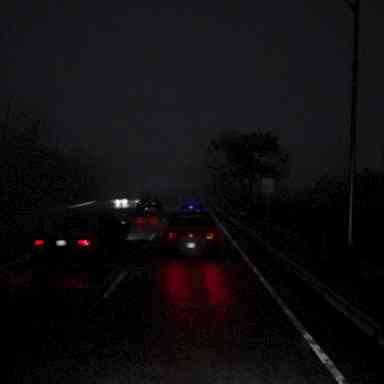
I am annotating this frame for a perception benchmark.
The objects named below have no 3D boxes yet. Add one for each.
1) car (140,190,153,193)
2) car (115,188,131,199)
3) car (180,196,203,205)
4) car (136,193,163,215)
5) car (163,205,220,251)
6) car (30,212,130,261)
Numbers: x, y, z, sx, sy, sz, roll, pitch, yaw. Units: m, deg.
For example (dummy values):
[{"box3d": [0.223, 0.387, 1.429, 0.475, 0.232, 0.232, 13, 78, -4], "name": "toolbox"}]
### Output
[{"box3d": [-7.291, 0.328, 52.548, 1.895, 1.301, 4.718, 0, 4, 0], "name": "car"}, {"box3d": [-10.789, 0.228, 52.376, 2.128, 1.511, 4.902, 0, 4, 0], "name": "car"}, {"box3d": [-0.064, 1.049, 29.901, 1.882, 1.535, 5.008, 0, 1, 0], "name": "car"}, {"box3d": [-3.569, 1.082, 28.596, 2.128, 1.511, 4.902, 0, 1, 0], "name": "car"}, {"box3d": [-0.013, 1.413, 13.020, 1.895, 1.301, 4.718, 0, 1, 0], "name": "car"}, {"box3d": [-3.522, 1.382, 11.468, 2.033, 1.411, 5.357, 0, 1, 0], "name": "car"}]
